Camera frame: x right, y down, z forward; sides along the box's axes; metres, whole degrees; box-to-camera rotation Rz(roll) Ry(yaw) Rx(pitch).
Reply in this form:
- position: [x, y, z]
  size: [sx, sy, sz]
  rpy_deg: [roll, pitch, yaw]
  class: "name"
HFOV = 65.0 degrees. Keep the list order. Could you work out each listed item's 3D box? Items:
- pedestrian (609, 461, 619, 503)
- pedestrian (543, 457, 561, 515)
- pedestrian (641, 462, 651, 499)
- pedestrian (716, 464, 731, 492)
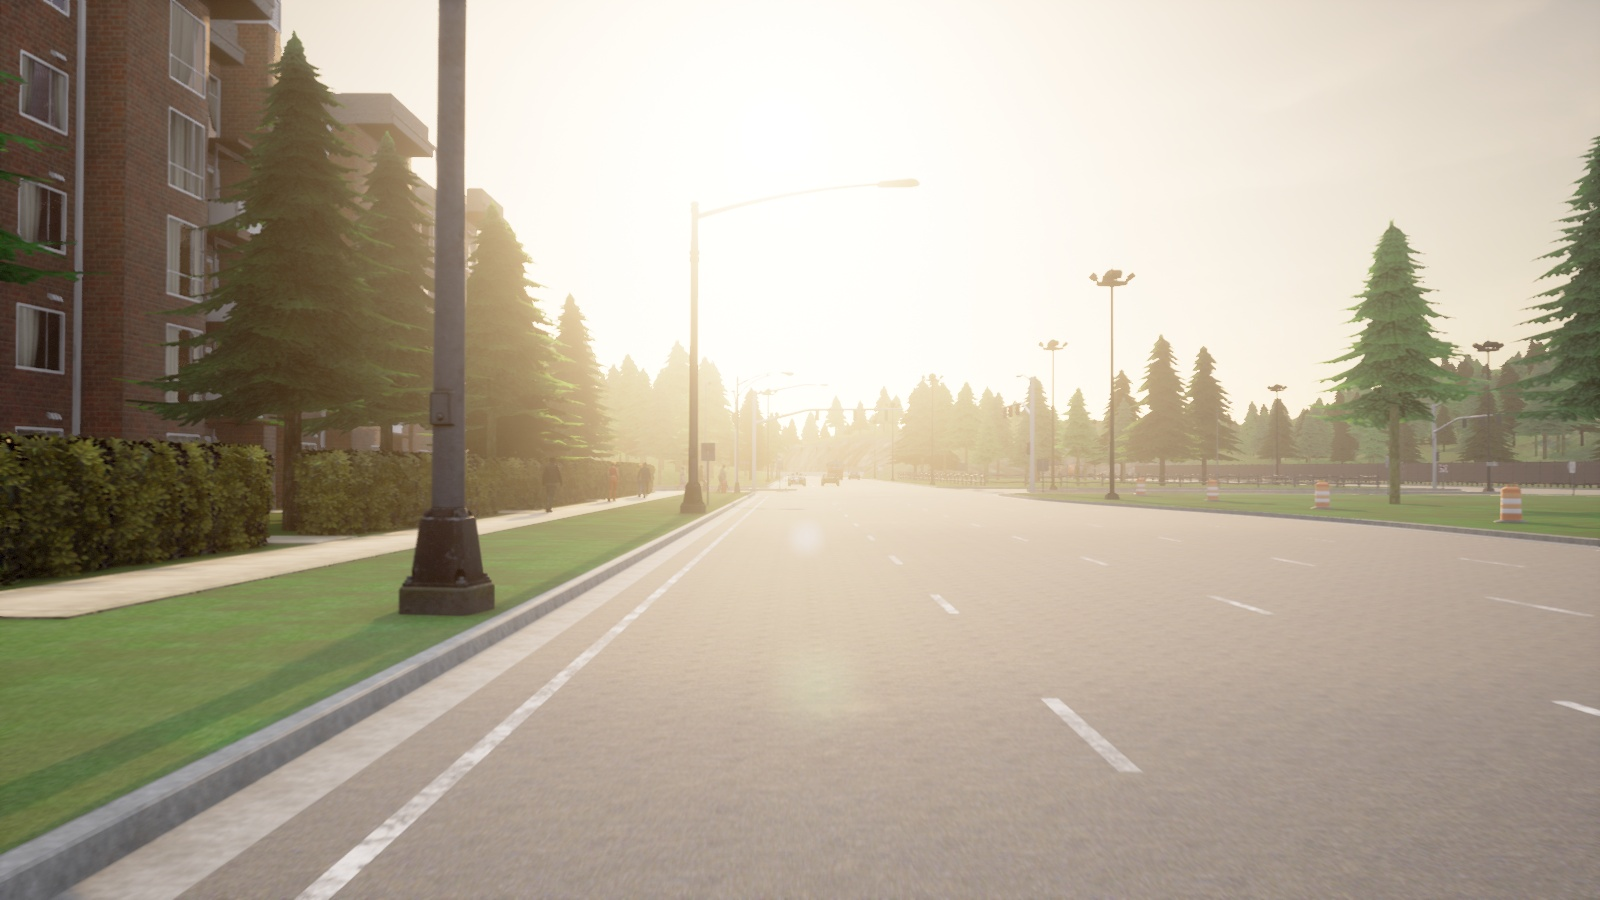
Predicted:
- position: [-8.204, 1.404, 55.389]
  size: [0.345, 1.836, 0.594]
  rpy_deg: [0, -1, 0]
  class: "pedestrian"
- position: [-8.042, 1.157, 40.677]
  size: [0.431, 1.840, 0.703]
  rpy_deg: [0, -1, 1]
  class: "pedestrian"
- position: [-7.689, 1.525, 62.755]
  size: [0.402, 1.842, 0.726]
  rpy_deg: [0, -1, 0]
  class: "pedestrian"
- position: [-5.079, 1.867, 83.208]
  size: [0.900, 1.855, 0.874]
  rpy_deg: [0, -1, 4]
  class: "pedestrian"
